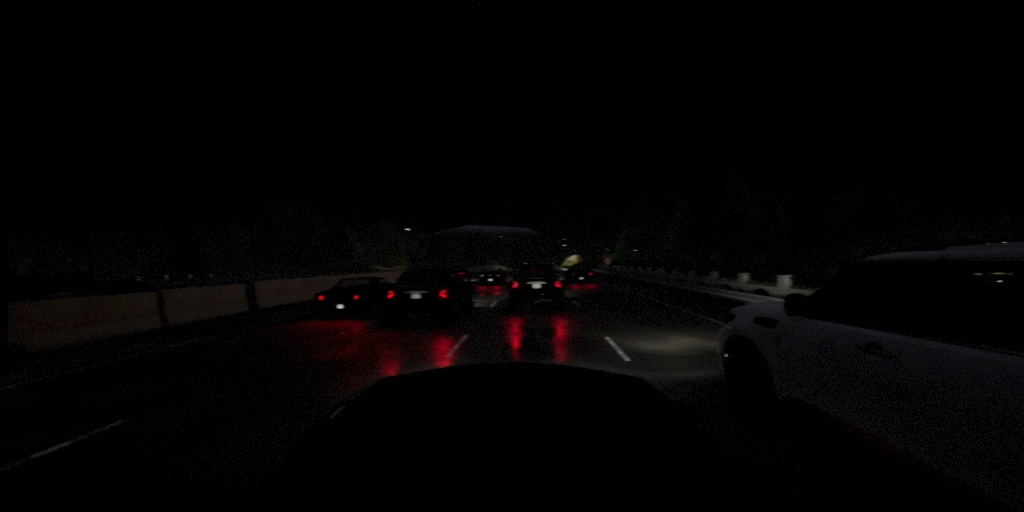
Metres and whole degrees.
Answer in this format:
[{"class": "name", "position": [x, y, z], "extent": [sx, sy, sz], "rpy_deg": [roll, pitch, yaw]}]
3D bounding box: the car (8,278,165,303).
[{"class": "car", "position": [-16.727, 1.708, 14.680], "extent": [1.994, 1.385, 4.181], "rpy_deg": [-1, 0, 4]}]

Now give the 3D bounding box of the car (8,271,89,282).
[{"class": "car", "position": [-20.222, 1.572, 14.943], "extent": [2.097, 1.767, 4.553], "rpy_deg": [-1, 0, 4]}]

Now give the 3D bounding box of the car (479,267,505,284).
[{"class": "car", "position": [-1.538, 1.599, 30.060], "extent": [1.895, 1.301, 4.718], "rpy_deg": [-1, -1, 4]}]

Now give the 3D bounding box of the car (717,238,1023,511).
[{"class": "car", "position": [3.741, 0.893, 2.519], "extent": [2.150, 2.045, 5.566], "rpy_deg": [-1, 0, 4]}]

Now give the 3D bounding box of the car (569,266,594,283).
[{"class": "car", "position": [5.445, 1.450, 29.611], "extent": [1.895, 1.301, 4.718], "rpy_deg": [-1, -1, 4]}]

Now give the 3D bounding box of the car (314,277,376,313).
[{"class": "car", "position": [-5.988, 1.522, 14.995], "extent": [1.895, 1.301, 4.718], "rpy_deg": [-1, 0, 4]}]

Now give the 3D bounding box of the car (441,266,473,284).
[{"class": "car", "position": [-4.886, 1.674, 32.592], "extent": [1.994, 1.385, 4.181], "rpy_deg": [-1, -1, 4]}]

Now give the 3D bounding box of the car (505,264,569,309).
[{"class": "car", "position": [1.028, 1.128, 15.161], "extent": [2.097, 1.767, 4.553], "rpy_deg": [-1, 0, 4]}]

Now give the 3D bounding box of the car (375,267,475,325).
[{"class": "car", "position": [-2.643, 1.189, 12.493], "extent": [2.097, 1.767, 4.553], "rpy_deg": [-1, 0, 4]}]
